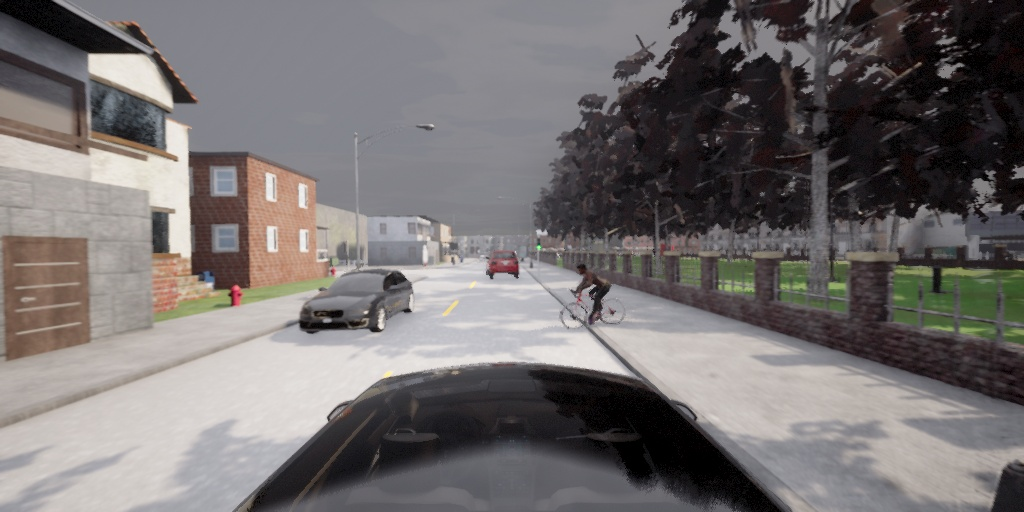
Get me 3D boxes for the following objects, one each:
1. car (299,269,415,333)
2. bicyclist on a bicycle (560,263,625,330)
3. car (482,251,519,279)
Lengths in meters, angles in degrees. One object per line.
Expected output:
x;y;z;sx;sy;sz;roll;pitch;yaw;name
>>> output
-4.240;1.184;10.579;1.837;1.490;4.892;-1;1;-1;car
1.968;0.991;8.931;1.656;1.620;0.582;-6;1;-2;bicyclist on a bicycle
-0.830;0.600;27.779;2.150;2.045;5.566;-1;1;-8;car
